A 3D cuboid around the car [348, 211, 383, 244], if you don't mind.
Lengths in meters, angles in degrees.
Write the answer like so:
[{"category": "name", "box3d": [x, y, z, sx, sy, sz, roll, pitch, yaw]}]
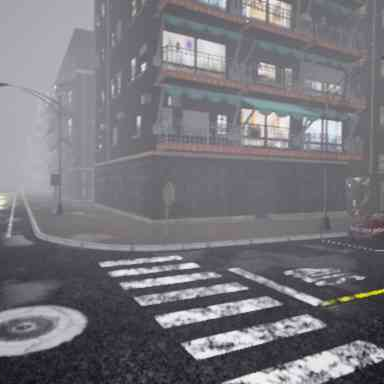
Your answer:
[{"category": "car", "box3d": [8.656, 1.475, 14.423, 4.206, 1.307, 1.802, 1, 1, -28]}]
